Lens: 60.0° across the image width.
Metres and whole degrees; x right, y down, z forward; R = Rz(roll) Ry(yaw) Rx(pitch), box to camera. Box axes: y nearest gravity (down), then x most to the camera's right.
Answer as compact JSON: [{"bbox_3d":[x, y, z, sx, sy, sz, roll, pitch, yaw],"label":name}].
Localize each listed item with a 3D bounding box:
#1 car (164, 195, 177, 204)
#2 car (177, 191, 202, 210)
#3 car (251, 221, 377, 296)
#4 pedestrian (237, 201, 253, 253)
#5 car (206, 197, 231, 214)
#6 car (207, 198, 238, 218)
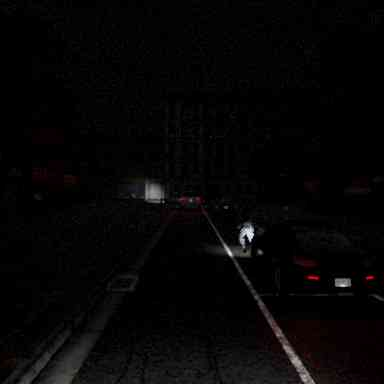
[{"bbox_3d":[-2.321,1.085,48.578,1.895,1.301,4.718,1,0,-34],"label":"car"},{"bbox_3d":[-0.114,0.852,35.870,2.150,2.045,5.566,0,1,0],"label":"car"},{"bbox_3d":[2.705,1.437,8.289,1.812,1.442,4.674,0,1,0],"label":"car"},{"bbox_3d":[1.816,1.175,11.126,0.375,1.860,0.375,0,0,0],"label":"pedestrian"},{"bbox_3d":[2.462,1.221,31.875,2.008,1.369,4.403,0,1,0],"label":"car"},{"bbox_3d":[2.495,1.166,26.370,1.967,1.590,4.097,0,1,0],"label":"car"}]
